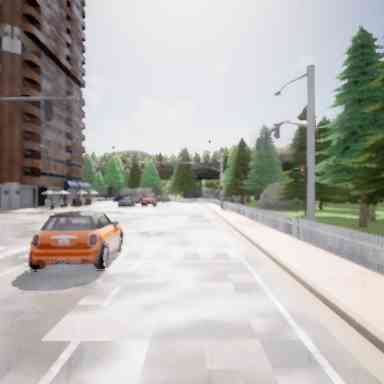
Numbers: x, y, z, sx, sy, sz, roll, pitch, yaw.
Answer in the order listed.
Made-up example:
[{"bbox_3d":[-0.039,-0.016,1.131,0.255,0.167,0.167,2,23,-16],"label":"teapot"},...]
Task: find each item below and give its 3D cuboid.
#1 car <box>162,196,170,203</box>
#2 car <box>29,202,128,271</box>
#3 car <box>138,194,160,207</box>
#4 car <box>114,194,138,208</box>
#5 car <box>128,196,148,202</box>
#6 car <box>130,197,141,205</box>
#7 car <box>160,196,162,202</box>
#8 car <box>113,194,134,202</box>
[{"bbox_3d":[-7.477,1.715,83.109,2.097,1.767,4.553,0,0,-39],"label":"car"},{"bbox_3d":[-3.647,1.403,11.320,2.097,1.767,4.553,0,0,-3],"label":"car"},{"bbox_3d":[-7.134,1.467,56.069,2.150,2.045,5.566,0,0,0],"label":"car"},{"bbox_3d":[-10.629,1.587,53.976,2.097,1.767,4.553,0,0,0],"label":"car"},{"bbox_3d":[-14.765,1.844,90.083,5.357,1.411,2.033,0,0,32],"label":"car"},{"bbox_3d":[-11.795,1.801,69.192,1.837,1.490,4.892,0,0,-14],"label":"car"},{"bbox_3d":[-10.347,1.577,81.110,2.150,2.045,5.566,0,0,-39],"label":"car"},{"bbox_3d":[-18.196,1.603,88.184,5.566,2.045,2.150,0,0,32],"label":"car"}]
